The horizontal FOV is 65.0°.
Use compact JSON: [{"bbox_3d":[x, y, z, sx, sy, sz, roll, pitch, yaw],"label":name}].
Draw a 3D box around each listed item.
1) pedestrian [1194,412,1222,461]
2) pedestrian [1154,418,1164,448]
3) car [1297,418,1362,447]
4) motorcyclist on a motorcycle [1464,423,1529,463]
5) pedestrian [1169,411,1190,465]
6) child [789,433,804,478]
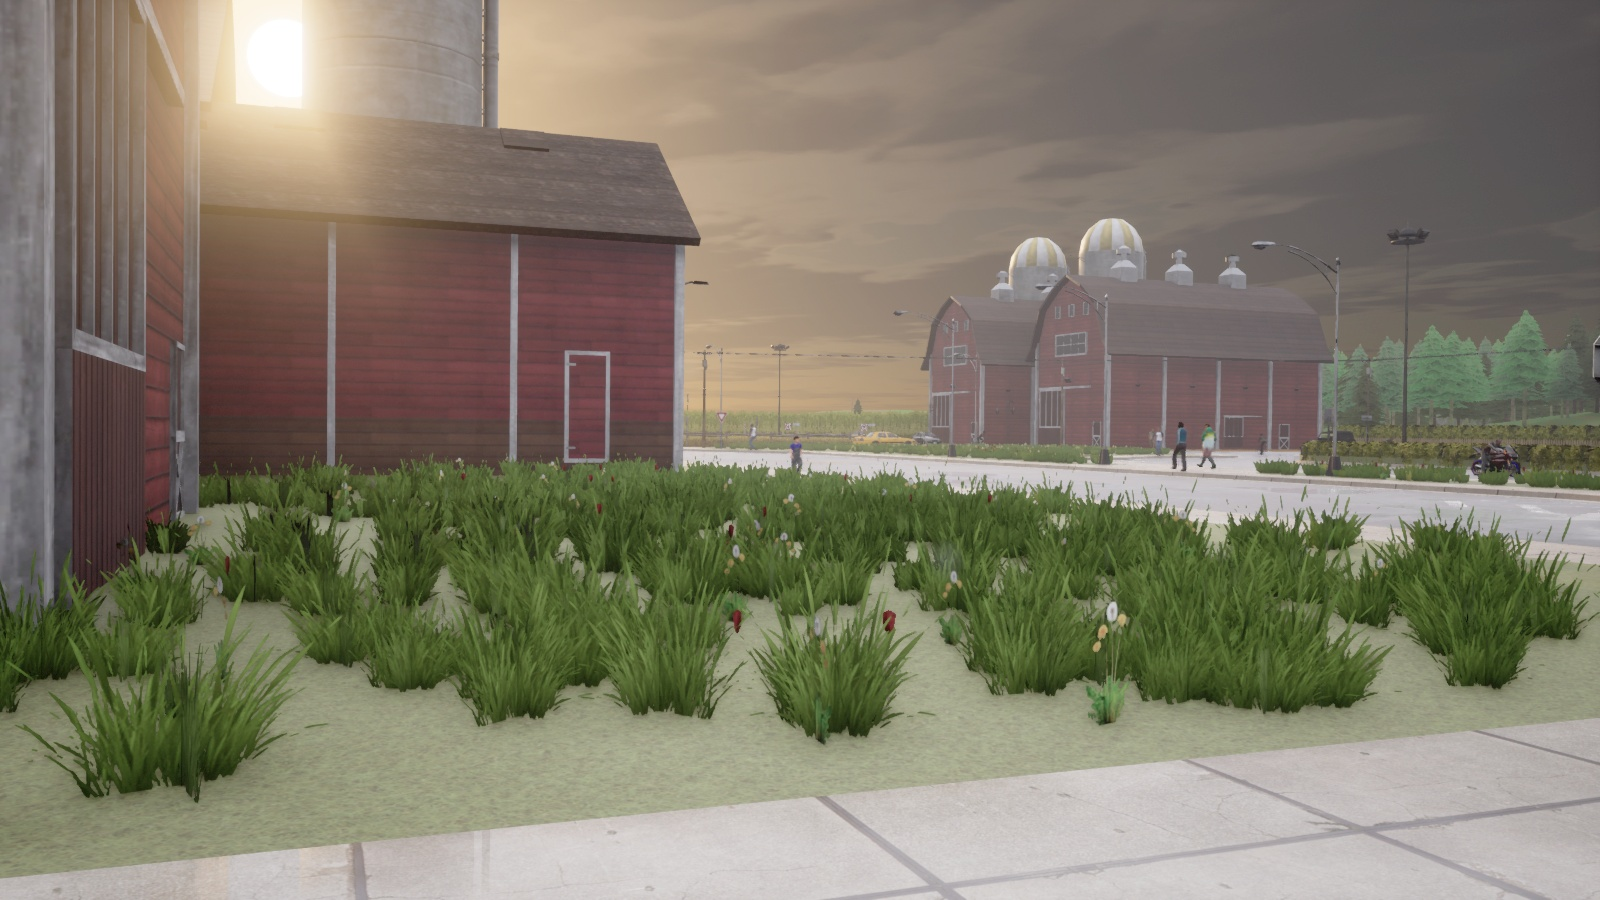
[{"bbox_3d":[16.408,-0.537,50.509,0.659,1.952,0.873,-1,1,-31],"label":"pedestrian"},{"bbox_3d":[22.510,-1.071,78.774,0.354,1.836,0.706,0,1,39],"label":"pedestrian"},{"bbox_3d":[36.020,-1.186,85.485,1.905,1.878,3.866,-1,1,-21],"label":"car"},{"bbox_3d":[27.551,-0.273,49.711,0.866,1.530,2.191,-1,1,-21],"label":"motorcyclist on a motorcycle"},{"bbox_3d":[13.829,-0.441,45.774,0.396,1.930,0.692,-1,1,-21],"label":"pedestrian"},{"bbox_3d":[-0.105,0.151,35.865,0.270,1.263,0.437,-1,1,-24],"label":"child"}]
